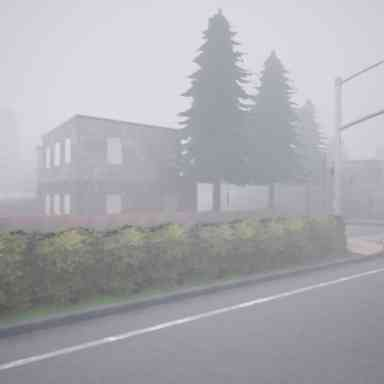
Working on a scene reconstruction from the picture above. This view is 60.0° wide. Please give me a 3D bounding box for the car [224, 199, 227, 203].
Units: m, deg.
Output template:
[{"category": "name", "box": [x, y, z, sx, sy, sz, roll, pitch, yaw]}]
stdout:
[{"category": "car", "box": [8.101, 2.422, 91.367, 1.895, 1.301, 4.718, 0, 0, 32]}]
